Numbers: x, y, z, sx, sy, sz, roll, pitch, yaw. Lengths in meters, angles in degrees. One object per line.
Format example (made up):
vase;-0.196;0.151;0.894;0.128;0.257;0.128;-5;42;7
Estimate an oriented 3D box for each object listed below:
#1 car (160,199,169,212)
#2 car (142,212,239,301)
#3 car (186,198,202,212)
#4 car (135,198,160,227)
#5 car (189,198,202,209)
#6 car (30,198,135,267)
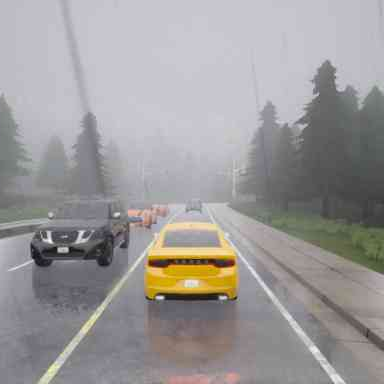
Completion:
car;-3.450;1.451;32.473;2.097;1.767;4.553;0;0;1
car;-0.011;1.498;8.451;1.882;1.535;5.008;0;0;0
car;0.224;1.668;39.012;2.033;1.411;5.357;0;0;2
car;-3.589;1.417;22.222;2.097;1.767;4.553;0;0;0
car;0.607;1.659;49.405;1.837;1.490;4.892;0;0;2
car;-3.628;1.253;11.928;2.150;2.045;5.566;0;0;-2
